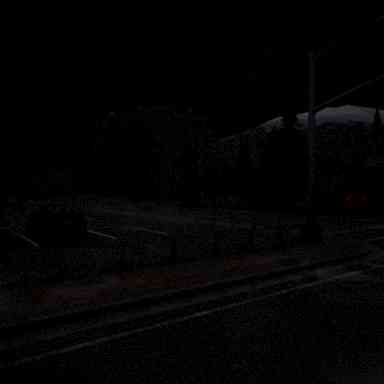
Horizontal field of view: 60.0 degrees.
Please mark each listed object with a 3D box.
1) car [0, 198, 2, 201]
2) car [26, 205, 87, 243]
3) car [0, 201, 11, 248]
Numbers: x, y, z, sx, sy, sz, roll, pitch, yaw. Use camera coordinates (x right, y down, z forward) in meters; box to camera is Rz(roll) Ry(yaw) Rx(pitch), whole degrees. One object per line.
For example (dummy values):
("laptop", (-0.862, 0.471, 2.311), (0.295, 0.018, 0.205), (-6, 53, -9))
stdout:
("car", (-21.564, 1.375, 36.447), (1.845, 1.501, 3.633), (0, 0, -36))
("car", (-6.310, 1.341, 15.350), (2.007, 1.523, 4.514), (0, 0, -36))
("car", (-8.822, 1.331, 13.470), (2.152, 1.636, 5.027), (0, 0, -36))
